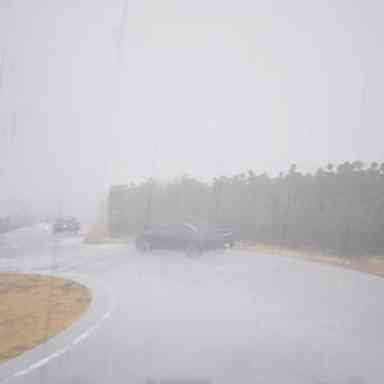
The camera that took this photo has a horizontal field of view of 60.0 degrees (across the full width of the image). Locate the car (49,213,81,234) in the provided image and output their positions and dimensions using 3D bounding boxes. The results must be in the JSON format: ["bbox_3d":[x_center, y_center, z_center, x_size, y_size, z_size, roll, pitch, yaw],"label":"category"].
[{"bbox_3d":[-10.573,2.737,28.264,1.994,1.385,4.181,-1,-2,-15],"label":"car"}]

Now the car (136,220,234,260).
[{"bbox_3d":[-0.467,2.004,14.777,4.902,1.511,2.128,-3,-3,40],"label":"car"}]

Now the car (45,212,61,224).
[{"bbox_3d":[-17.584,3.284,42.854,2.033,1.411,5.357,-1,-2,-13],"label":"car"}]
